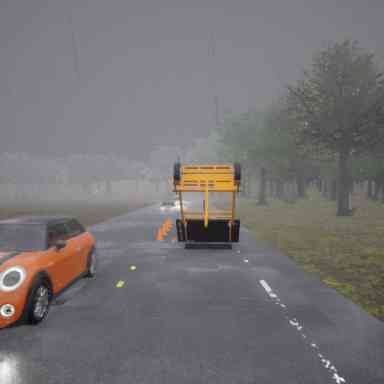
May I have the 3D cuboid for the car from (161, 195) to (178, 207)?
[{"bbox_3d":[-3.529,1.444,49.269,1.837,1.490,4.892,0,0,0],"label":"car"}]

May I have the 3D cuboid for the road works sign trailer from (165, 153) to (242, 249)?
[{"bbox_3d":[0.548,0.920,11.782,2.380,3.560,2.880,0,45,4],"label":"road works sign trailer"}]

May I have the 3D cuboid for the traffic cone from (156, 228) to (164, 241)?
[{"bbox_3d":[-1.467,1.942,15.334,0.340,0.580,0.340,0,0,0],"label":"traffic cone"}]

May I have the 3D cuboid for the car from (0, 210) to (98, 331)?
[{"bbox_3d":[-3.593,1.346,7.068,2.097,1.767,4.553,0,0,0],"label":"car"}]
